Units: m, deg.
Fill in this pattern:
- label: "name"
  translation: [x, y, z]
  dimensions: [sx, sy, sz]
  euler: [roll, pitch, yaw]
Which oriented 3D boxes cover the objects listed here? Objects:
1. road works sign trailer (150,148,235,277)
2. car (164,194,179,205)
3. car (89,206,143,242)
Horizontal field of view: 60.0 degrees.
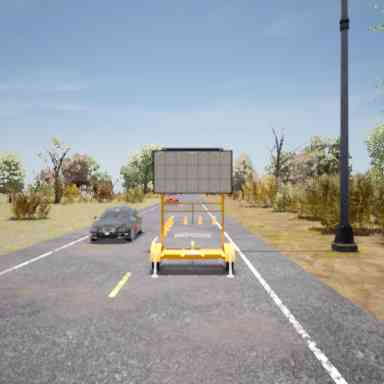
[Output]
- label: "road works sign trailer"
  translation: [0.024, 0.461, 10.174]
  dimensions: [2.380, 3.560, 2.880]
  euler: [0, 0, 0]
- label: "car"
  translation: [-3.462, 1.161, 56.659]
  dimensions: [2.150, 2.045, 5.566]
  euler: [0, 0, 0]
- label: "car"
  translation: [-3.564, 1.498, 16.380]
  dimensions: [1.837, 1.490, 4.892]
  euler: [0, 0, 0]
